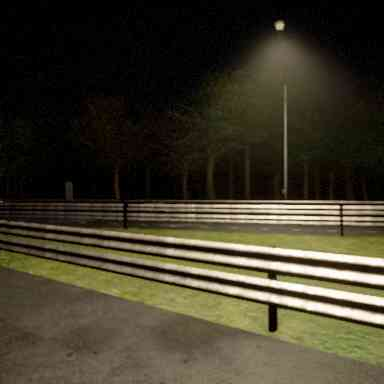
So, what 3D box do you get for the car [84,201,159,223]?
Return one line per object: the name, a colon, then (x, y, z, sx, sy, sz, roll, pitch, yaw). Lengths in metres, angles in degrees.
car: (-4.791, 1.291, 22.488, 5.357, 1.411, 2.033, 0, 0, 20)
